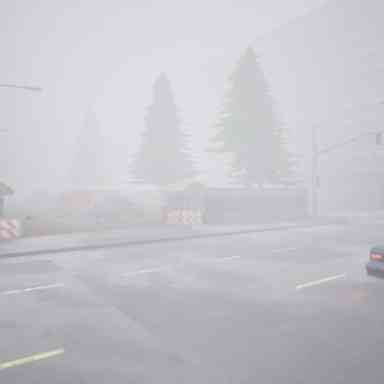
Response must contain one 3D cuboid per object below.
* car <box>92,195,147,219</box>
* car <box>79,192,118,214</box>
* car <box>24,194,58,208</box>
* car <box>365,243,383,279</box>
[{"bbox_3d":[-5.670,1.313,27.066,3.988,1.617,1.851,0,0,-35],"label":"car"},{"bbox_3d":[-7.701,1.143,31.113,4.605,1.855,1.932,0,0,-35],"label":"car"},{"bbox_3d":[-22.792,1.367,49.657,4.193,1.474,1.816,0,0,-35],"label":"car"},{"bbox_3d":[6.567,1.523,8.498,5.357,1.411,2.033,0,0,-35],"label":"car"}]
